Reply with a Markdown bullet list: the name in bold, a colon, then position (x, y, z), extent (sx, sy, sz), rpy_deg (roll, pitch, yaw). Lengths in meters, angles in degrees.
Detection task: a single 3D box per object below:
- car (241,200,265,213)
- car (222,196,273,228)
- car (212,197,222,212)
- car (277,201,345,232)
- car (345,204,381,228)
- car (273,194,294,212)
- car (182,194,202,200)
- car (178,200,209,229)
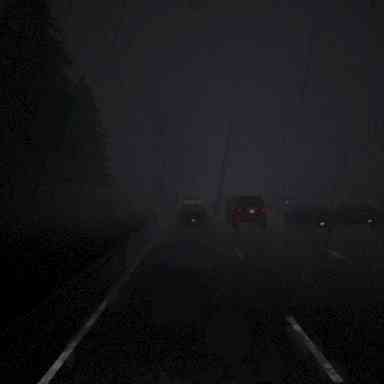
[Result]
- **car**: position (7.053, 1.658, 38.840), extent (1.895, 1.301, 4.718), rpy_deg (0, 0, 0)
- **car**: position (3.573, 1.255, 22.546), extent (2.150, 2.045, 5.566), rpy_deg (0, 0, 0)
- **car**: position (3.553, 1.411, 40.022), extent (2.097, 1.767, 4.553), rpy_deg (0, 0, 0)
- **car**: position (7.076, 1.522, 20.486), extent (2.128, 1.511, 4.902), rpy_deg (0, 0, 0)
- **car**: position (10.573, 1.524, 22.209), extent (2.128, 1.511, 4.902), rpy_deg (0, 0, 0)
- **car**: position (10.553, 1.280, 39.599), extent (2.150, 2.045, 5.566), rpy_deg (0, 0, 0)
- **car**: position (0.053, 1.280, 39.457), extent (2.150, 2.045, 5.566), rpy_deg (0, 0, 0)
- **car**: position (0.074, 1.510, 21.861), extent (1.882, 1.535, 5.008), rpy_deg (0, 0, 0)
